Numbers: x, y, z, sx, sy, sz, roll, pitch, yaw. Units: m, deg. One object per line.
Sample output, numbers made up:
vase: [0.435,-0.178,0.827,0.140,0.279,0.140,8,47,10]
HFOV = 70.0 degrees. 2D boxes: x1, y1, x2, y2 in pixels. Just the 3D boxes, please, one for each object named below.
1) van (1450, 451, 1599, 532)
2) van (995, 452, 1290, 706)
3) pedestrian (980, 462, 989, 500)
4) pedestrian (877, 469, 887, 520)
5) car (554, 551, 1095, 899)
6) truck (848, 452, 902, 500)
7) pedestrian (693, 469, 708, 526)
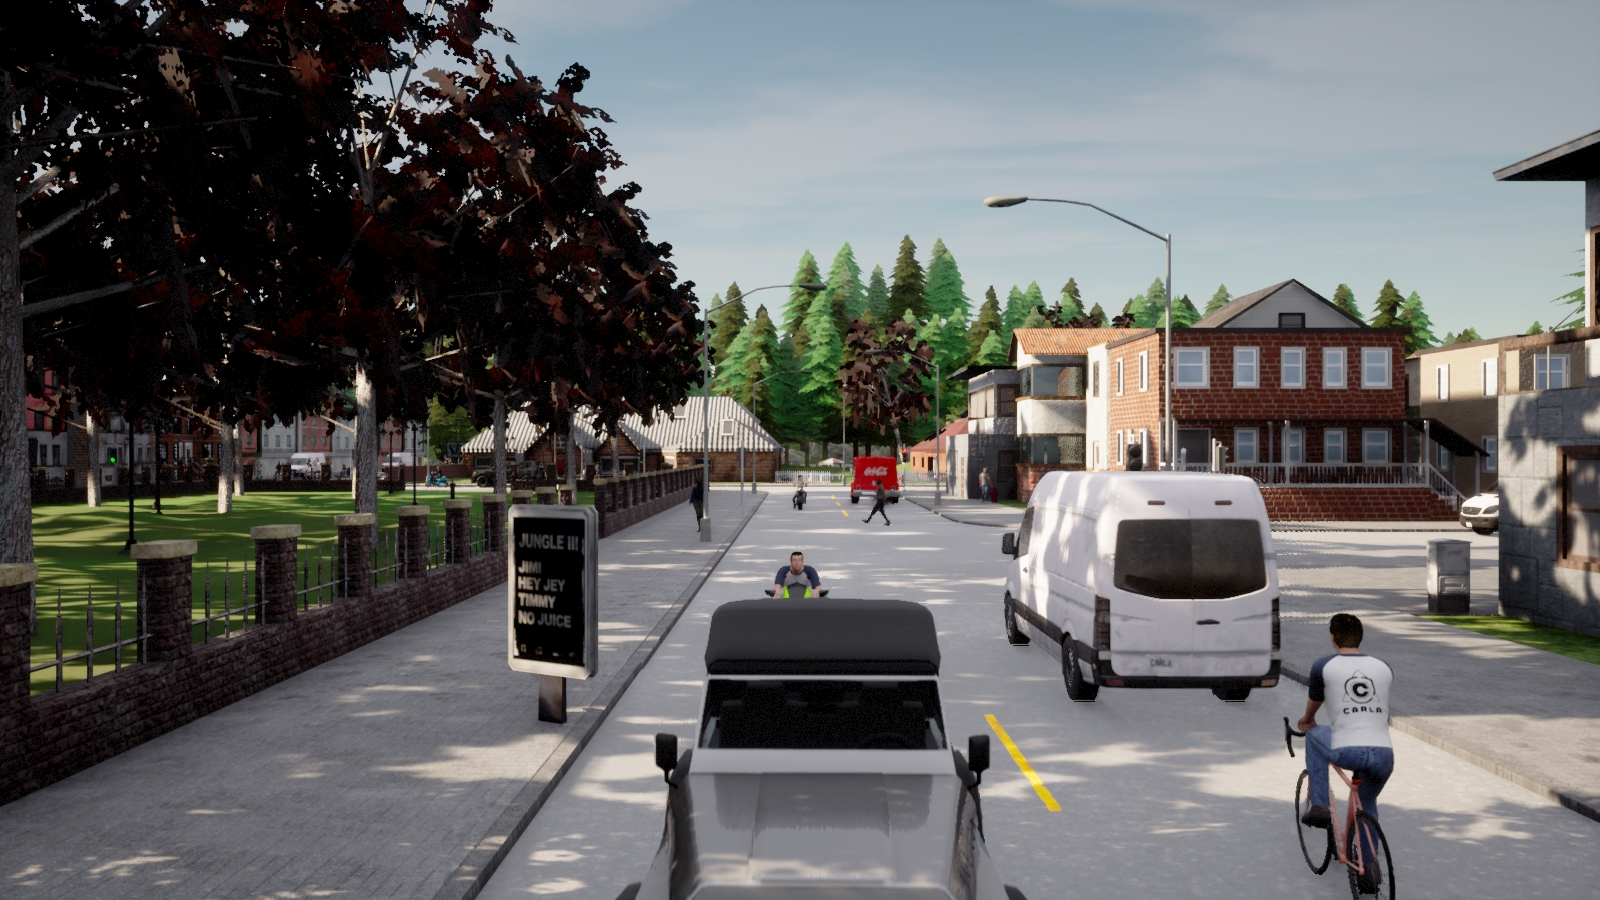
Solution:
van: [24.712,1.329,37.232,5.915,2.561,1.988,0,0,0]
van: [3.998,1.321,14.604,1.988,2.561,5.915,0,0,0]
pedestrian: [9.264,1.547,57.248,0.375,1.860,0.375,0,0,-4]
pedestrian: [3.008,1.645,41.949,0.375,1.860,0.375,0,0,4]
car: [0.121,1.640,5.963,1.905,1.878,3.866,0,0,1]
truck: [3.969,1.372,61.570,2.627,2.467,5.204,0,0,1]
pedestrian: [-3.249,1.540,37.348,0.375,1.860,0.375,0,0,13]
